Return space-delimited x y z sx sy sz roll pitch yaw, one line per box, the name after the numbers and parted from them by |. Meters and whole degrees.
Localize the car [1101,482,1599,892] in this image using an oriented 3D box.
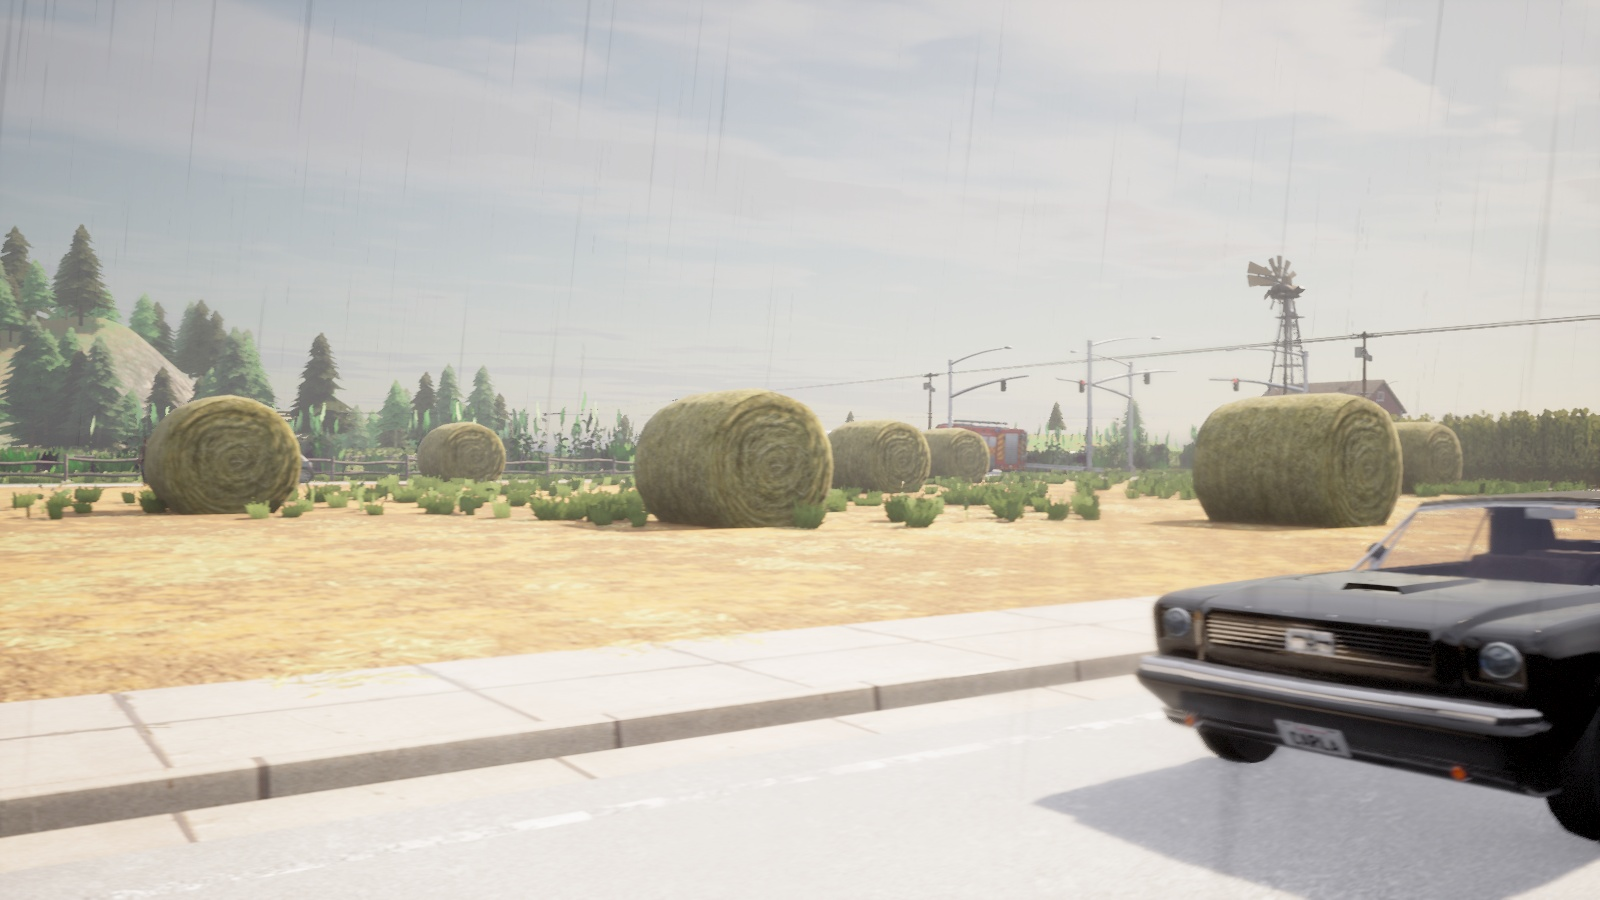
3.872 0.853 6.360 4.718 1.301 1.895 0 -1 -35 | car

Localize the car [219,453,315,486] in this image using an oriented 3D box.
-24.598 0.887 57.958 3.806 1.475 1.970 0 0 -31 | car

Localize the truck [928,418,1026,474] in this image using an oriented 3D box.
13.421 -0.383 96.235 2.891 3.827 8.468 0 3 -28 | truck

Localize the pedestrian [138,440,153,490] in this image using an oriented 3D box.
-24.038 0.541 46.098 0.328 1.805 0.869 0 0 -17 | pedestrian
